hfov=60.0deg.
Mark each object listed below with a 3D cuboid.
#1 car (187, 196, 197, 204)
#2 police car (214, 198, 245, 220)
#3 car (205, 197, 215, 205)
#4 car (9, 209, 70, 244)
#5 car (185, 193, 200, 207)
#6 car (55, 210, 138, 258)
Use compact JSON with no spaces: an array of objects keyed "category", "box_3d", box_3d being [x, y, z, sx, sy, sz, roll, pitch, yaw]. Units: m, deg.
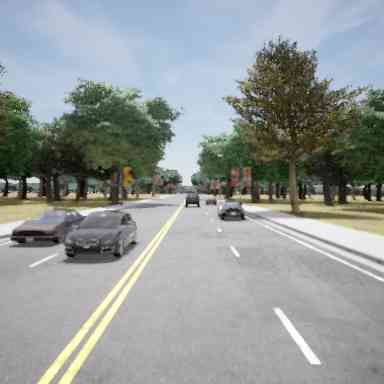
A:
[{"category":"car","box_3d":[-0.012,1.474,65.675,1.837,1.490,4.892,0,0,0]},{"category":"police car","box_3d":[3.283,1.506,28.602,2.038,1.542,4.974,0,0,1]},{"category":"car","box_3d":[3.243,1.516,56.716,1.812,1.442,4.674,0,0,0]},{"category":"car","box_3d":[-6.534,1.548,16.085,2.033,1.411,5.357,0,0,0]},{"category":"car","box_3d":[0.091,1.221,50.404,2.150,2.045,5.566,0,0,0]},{"category":"car","box_3d":[-3.308,1.508,12.912,1.837,1.490,4.892,0,-1,0]}]
